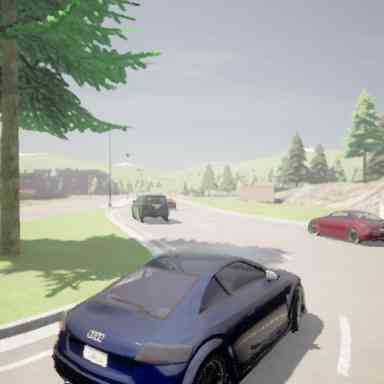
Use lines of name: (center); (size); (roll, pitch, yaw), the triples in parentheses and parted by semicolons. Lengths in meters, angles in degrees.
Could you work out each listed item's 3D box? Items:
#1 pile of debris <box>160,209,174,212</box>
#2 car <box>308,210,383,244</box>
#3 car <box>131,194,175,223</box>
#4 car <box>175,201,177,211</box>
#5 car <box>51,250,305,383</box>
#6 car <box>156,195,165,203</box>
pile of debris: (-2.970, 2.155, 38.834); (1.500, 0.140, 1.860); (0, 0, -8)
car: (7.413, 1.548, 15.807); (1.994, 1.385, 4.181); (0, 0, -16)
car: (-3.339, 1.209, 26.094); (2.150, 2.045, 5.566); (0, 0, -19)
car: (-3.012, 1.452, 40.876); (1.882, 1.535, 5.008); (0, 0, -10)
car: (0.198, 1.561, 4.883); (1.994, 1.385, 4.181); (0, 0, 35)
car: (-6.680, 1.442, 69.981); (1.882, 1.535, 5.008); (0, 0, -7)
